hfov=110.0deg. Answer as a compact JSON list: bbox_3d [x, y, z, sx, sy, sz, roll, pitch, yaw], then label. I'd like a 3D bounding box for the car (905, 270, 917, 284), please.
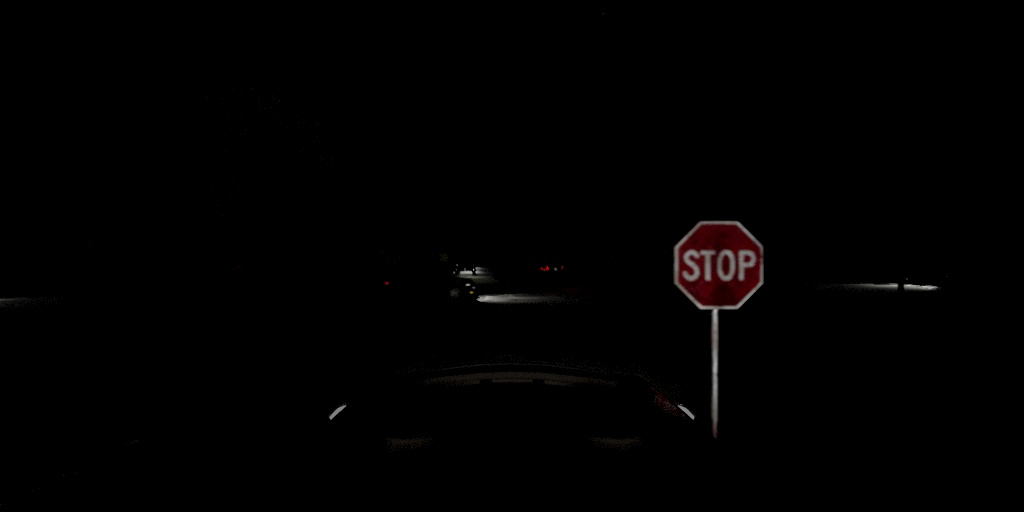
[{"bbox_3d":[26.675,1.093,21.777,4.181,1.385,1.994,0,0,-3],"label":"car"}]

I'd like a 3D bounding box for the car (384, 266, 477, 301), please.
[{"bbox_3d":[-3.831,1.352,17.062,4.181,1.385,1.994,0,0,-1],"label":"car"}]

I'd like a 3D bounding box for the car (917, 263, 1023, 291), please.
[{"bbox_3d":[24.201,1.103,18.000,5.357,1.411,2.033,0,0,-3],"label":"car"}]

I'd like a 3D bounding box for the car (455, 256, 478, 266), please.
[{"bbox_3d":[-5.247,1.036,40.924,2.150,2.045,5.566,0,0,-5],"label":"car"}]

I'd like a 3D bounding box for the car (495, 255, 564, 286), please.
[{"bbox_3d":[1.101,0.978,25.202,2.150,2.045,5.566,-1,0,-41],"label":"car"}]
